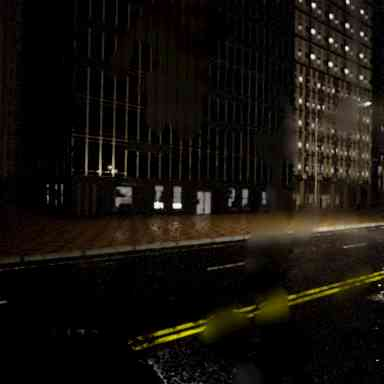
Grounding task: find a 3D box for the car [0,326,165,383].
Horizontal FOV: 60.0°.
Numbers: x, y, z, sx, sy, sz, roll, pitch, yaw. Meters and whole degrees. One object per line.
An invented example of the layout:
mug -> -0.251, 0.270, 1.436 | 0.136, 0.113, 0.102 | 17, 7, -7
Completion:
car -> -2.097, 1.558, 1.950 | 4.181, 1.385, 1.994 | 0, 0, -35
